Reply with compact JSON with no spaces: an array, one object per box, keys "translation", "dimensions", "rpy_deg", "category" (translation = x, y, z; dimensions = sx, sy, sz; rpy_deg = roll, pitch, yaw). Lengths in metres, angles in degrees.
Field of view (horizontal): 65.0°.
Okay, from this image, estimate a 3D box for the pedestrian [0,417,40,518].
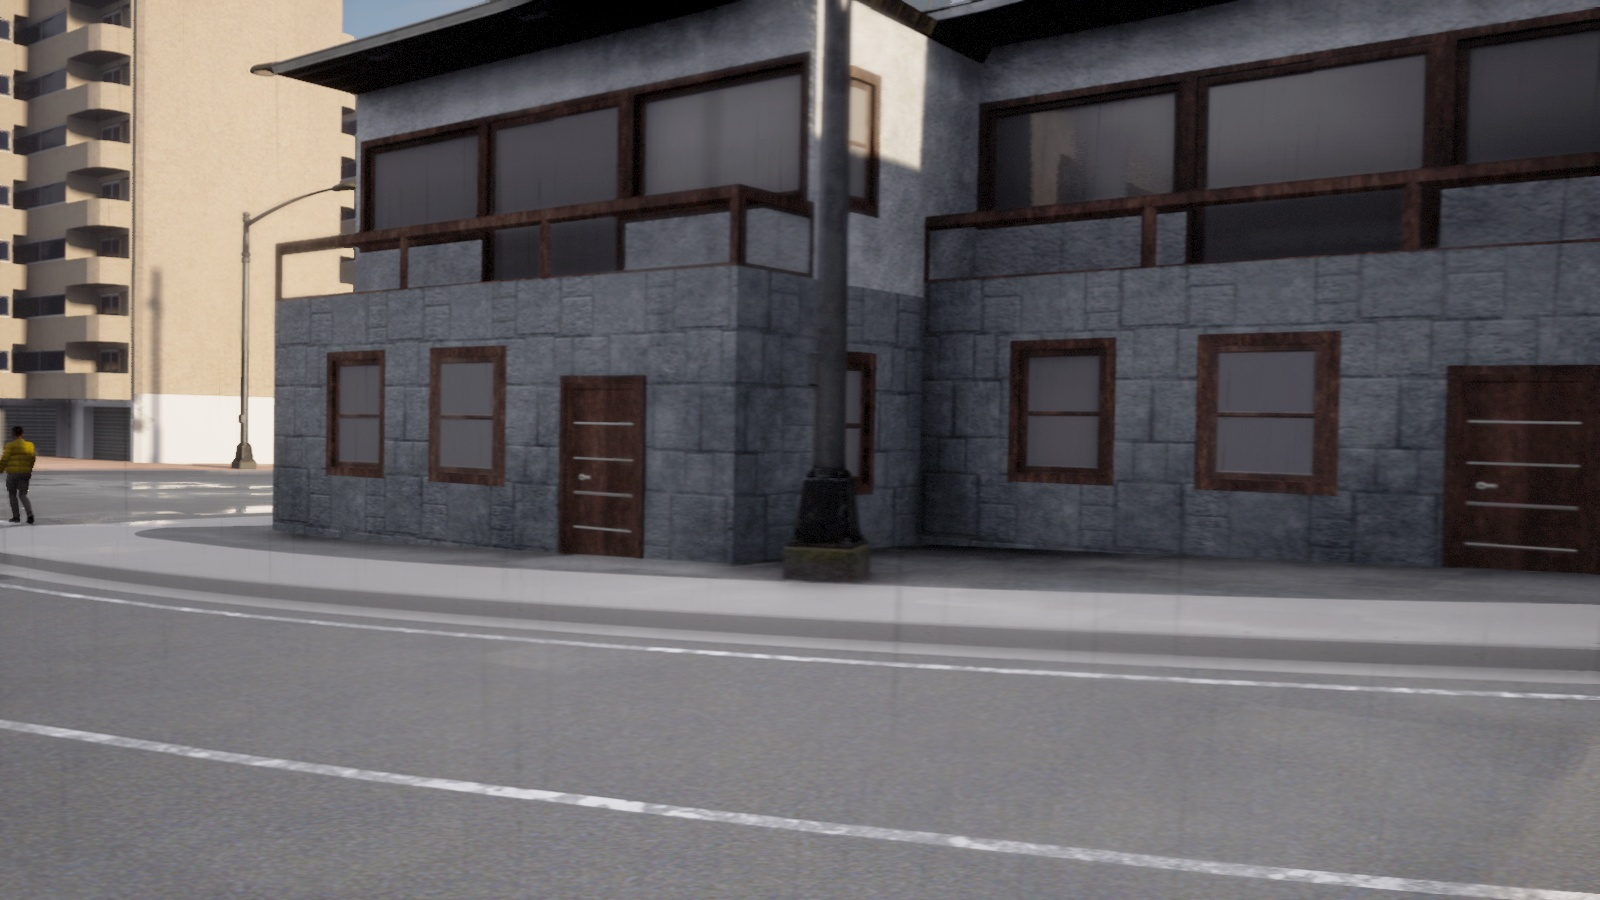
[{"translation":[-14.546,0.309,23.345],"dimensions":[0.709,1.840,0.431],"rpy_deg":[2,1,33],"category":"pedestrian"}]
